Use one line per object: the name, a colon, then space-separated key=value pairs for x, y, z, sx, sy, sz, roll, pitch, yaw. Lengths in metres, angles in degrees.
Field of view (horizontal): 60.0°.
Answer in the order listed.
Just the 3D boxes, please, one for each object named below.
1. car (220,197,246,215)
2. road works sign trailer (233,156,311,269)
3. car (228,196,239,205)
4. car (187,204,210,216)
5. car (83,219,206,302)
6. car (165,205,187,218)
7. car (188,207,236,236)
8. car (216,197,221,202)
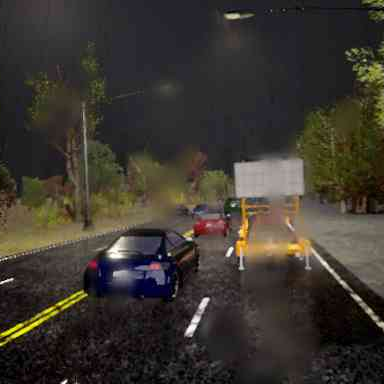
car: x=4.962 y=1.593 z=38.261 sx=2.150 sy=2.045 sz=5.566 roll=-3 pitch=-1 yaw=12
road works sign trailer: x=2.740 y=0.601 z=11.675 sx=2.380 sy=3.560 sz=2.880 roll=-3 pitch=-1 yaw=12
car: x=9.554 y=1.934 z=76.204 sx=2.097 sy=1.767 sz=4.553 roll=-3 pitch=-1 yaw=12
car: x=1.136 y=2.062 z=36.669 sx=1.812 sy=1.442 sz=4.674 roll=-3 pitch=-1 yaw=12
car: x=-1.013 y=1.620 z=8.520 sx=1.994 sy=1.385 sz=4.181 roll=0 pitch=-1 yaw=11
car: x=-1.624 y=2.248 z=39.337 sx=2.033 sy=1.411 sz=5.357 roll=-3 pitch=-1 yaw=12
car: x=1.363 y=1.885 z=20.505 sx=1.994 sy=1.385 sz=4.181 roll=-3 pitch=-1 yaw=12
car: x=6.887 y=1.946 z=79.277 sx=1.837 sy=1.490 sz=4.892 roll=-3 pitch=-1 yaw=12
